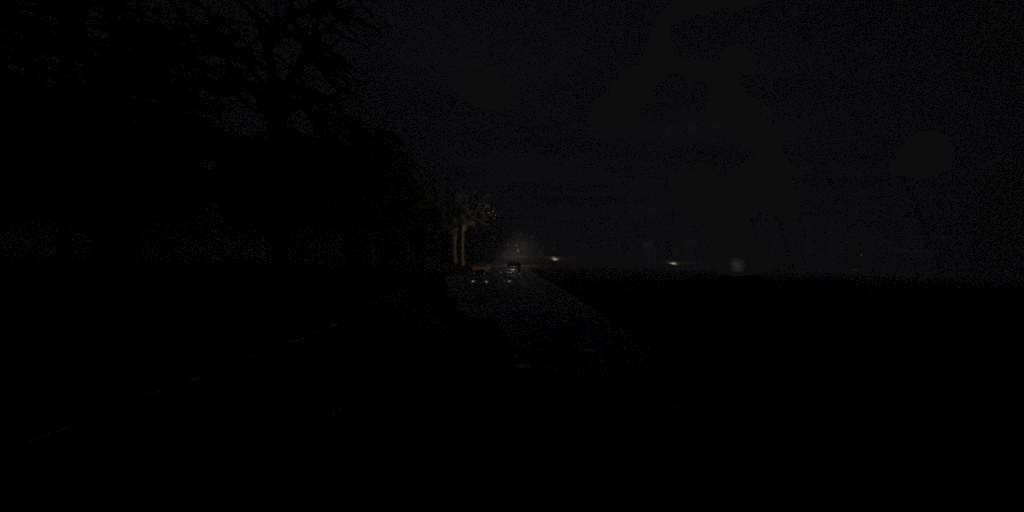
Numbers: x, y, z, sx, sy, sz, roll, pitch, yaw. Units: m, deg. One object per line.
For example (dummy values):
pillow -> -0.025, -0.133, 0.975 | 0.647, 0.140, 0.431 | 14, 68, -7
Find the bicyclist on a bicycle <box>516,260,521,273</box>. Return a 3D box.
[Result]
bicyclist on a bicycle -> 0.951, 1.551, 47.619 | 0.582, 1.620, 1.656 | 0, -1, 0

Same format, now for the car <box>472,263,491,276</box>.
car -> -3.577, 1.538, 42.303 | 1.882, 1.535, 5.008 | 0, -1, 0
